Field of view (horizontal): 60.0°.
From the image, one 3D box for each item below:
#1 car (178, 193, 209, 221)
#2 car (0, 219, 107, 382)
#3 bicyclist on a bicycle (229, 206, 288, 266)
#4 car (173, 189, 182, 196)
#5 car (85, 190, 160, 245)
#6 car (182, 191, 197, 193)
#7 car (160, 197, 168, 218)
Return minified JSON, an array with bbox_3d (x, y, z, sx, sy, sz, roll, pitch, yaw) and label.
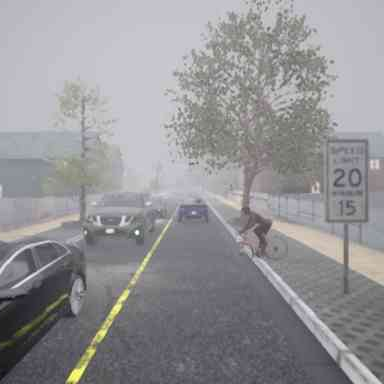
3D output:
[{"bbox_3d":[0.098,1.051,22.305,1.882,1.535,5.008,0,1,0],"label":"car"},{"bbox_3d":[-2.849,1.408,4.287,2.128,1.511,4.902,0,1,0],"label":"car"},{"bbox_3d":[1.759,1.177,9.148,1.656,1.620,0.582,-9,1,0],"label":"bicyclist on a bicycle"},{"bbox_3d":[-2.761,0.128,68.850,1.837,1.490,4.892,0,1,0],"label":"car"},{"bbox_3d":[-2.852,0.948,14.302,2.150,2.045,5.566,0,1,0],"label":"car"},{"bbox_3d":[0.095,0.747,41.653,2.033,1.411,5.357,0,1,0],"label":"car"},{"bbox_3d":[-2.840,1.070,24.986,2.033,1.411,5.357,0,1,1],"label":"car"}]
